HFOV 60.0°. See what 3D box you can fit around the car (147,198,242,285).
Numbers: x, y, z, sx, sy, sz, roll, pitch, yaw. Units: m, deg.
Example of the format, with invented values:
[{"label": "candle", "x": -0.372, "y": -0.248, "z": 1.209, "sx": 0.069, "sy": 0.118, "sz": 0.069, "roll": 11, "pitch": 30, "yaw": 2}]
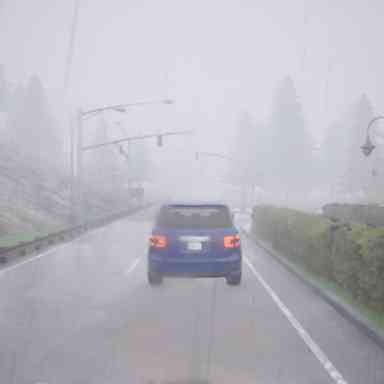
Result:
[{"label": "car", "x": 0.074, "y": 1.185, "z": 9.477, "sx": 2.150, "sy": 2.045, "sz": 5.566, "roll": 0, "pitch": 0, "yaw": 0}]
